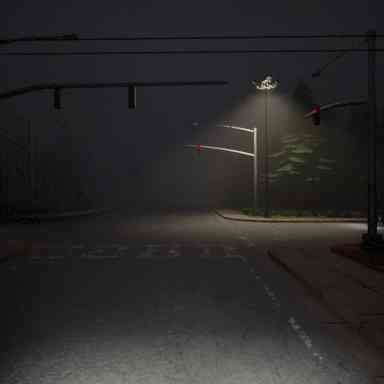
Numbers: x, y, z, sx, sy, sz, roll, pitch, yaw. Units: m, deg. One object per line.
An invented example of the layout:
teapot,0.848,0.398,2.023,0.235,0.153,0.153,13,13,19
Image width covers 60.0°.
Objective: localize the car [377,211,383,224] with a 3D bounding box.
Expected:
car,14.895,1.513,22.079,4.892,1.490,1.837,0,0,1
